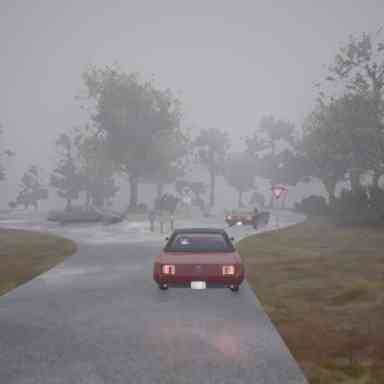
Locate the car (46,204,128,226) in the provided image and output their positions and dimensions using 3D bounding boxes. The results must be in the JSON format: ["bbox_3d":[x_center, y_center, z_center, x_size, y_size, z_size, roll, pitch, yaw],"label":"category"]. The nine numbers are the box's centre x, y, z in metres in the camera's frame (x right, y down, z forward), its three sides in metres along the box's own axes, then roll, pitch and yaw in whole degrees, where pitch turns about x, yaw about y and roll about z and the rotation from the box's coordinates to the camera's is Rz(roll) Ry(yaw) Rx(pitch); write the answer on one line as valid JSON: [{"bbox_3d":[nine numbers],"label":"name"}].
[{"bbox_3d":[-7.296,1.574,23.230,5.357,1.411,2.033,0,0,6],"label":"car"}]

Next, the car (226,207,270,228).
[{"bbox_3d":[3.881,1.626,22.341,1.895,1.301,4.718,0,0,26],"label":"car"}]

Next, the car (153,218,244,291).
[{"bbox_3d":[0.220,1.611,8.988,1.895,1.301,4.718,0,0,2],"label":"car"}]
